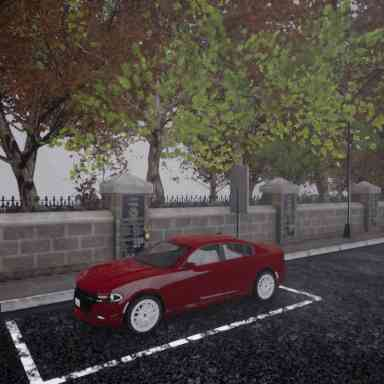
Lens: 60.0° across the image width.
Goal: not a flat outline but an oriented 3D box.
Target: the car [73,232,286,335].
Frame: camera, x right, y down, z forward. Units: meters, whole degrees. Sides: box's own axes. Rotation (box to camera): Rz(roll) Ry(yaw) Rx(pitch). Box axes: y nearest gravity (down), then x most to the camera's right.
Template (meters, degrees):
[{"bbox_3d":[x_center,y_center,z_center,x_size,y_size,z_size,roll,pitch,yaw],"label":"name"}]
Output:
[{"bbox_3d":[-0.027,1.545,6.702,4.507,1.381,1.887,0,0,-36],"label":"car"}]

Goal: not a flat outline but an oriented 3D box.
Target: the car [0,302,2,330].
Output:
[{"bbox_3d":[-4.504,1.551,3.439,4.403,1.369,2.008,0,0,-36],"label":"car"}]
